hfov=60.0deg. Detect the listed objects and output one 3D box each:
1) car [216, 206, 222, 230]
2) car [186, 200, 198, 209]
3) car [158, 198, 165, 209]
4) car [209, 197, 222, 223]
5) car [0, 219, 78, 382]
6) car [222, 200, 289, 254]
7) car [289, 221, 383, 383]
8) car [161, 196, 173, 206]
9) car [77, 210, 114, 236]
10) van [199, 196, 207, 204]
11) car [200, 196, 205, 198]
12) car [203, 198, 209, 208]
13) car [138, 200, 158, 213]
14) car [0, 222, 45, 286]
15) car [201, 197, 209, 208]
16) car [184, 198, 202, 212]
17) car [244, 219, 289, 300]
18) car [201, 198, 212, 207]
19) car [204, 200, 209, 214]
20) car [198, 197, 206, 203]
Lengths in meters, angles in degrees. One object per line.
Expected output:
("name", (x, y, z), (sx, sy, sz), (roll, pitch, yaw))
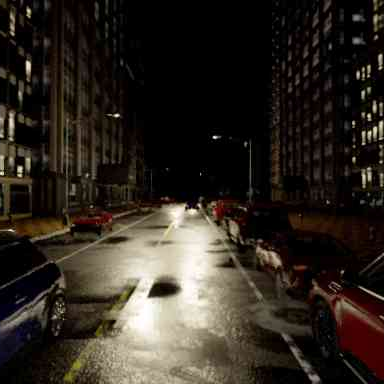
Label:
("car", (2.689, 1.717, 19.465), (1.947, 1.339, 4.313), (0, 0, 0))
("car", (-0.015, 1.984, 54.810), (1.994, 1.385, 4.181), (0, 0, 0))
("car", (-5.701, 1.986, 52.697), (1.802, 1.307, 4.206), (0, 0, 0))
("car", (2.688, 1.508, 25.006), (2.192, 1.841, 5.009), (0, 0, 0))
("car", (-3.094, 1.380, 3.548), (2.097, 1.767, 4.553), (0, 0, 0))
("car", (2.691, 1.423, 13.928), (2.192, 1.841, 5.009), (0, 0, 0))
("car", (2.694, 1.338, 2.849), (2.192, 1.841, 5.009), (0, 0, 0))
("car", (-5.705, 1.844, 69.316), (2.192, 1.841, 5.009), (0, 0, 0))
("car", (-5.692, 1.733, 19.462), (1.802, 1.307, 4.206), (0, 0, 0))
("van", (2.672, 1.954, 80.397), (1.690, 1.788, 3.998), (0, 0, 0))
("car", (2.679, 1.761, 58.241), (2.192, 1.841, 5.009), (0, 0, 0))
("car", (2.682, 1.847, 41.792), (1.752, 1.417, 4.829), (0, 0, 0))
("car", (-5.698, 1.902, 41.619), (1.802, 1.307, 4.206), (0, 0, 0))
("car", (-5.689, 1.617, 8.383), (2.008, 1.369, 4.403), (0, 0, 0))
("car", (2.679, 1.970, 52.700), (1.947, 1.339, 4.313), (0, 0, 0))
("car", (-0.012, 1.870, 44.802), (1.812, 1.442, 4.674), (0, 0, 0))
("car", (2.692, 1.611, 8.386), (1.887, 1.381, 4.507), (0, 0, 0))
("car", (2.676, 1.928, 63.779), (1.967, 1.590, 4.097), (0, 0, 0))
("car", (2.684, 1.828, 36.082), (2.008, 1.369, 4.403), (0, 0, 0))
("car", (2.669, 2.095, 85.936), (1.967, 1.590, 4.097), (0, 0, 0))
